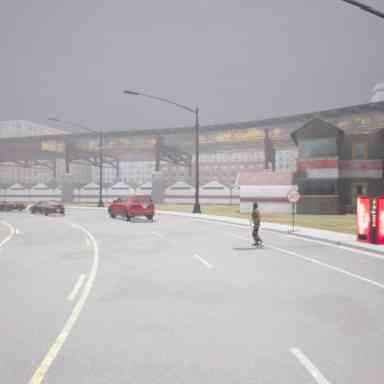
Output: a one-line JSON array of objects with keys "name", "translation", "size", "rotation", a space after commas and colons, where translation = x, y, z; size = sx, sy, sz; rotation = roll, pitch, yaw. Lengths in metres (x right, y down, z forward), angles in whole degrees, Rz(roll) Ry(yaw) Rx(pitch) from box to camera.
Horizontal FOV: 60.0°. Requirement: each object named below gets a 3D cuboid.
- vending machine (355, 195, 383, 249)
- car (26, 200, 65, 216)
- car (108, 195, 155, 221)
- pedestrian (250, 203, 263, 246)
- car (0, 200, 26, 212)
[{"name": "vending machine", "translation": [7.509, 1.195, 13.697], "size": [1.100, 2.100, 0.880], "rotation": [0, 0, -15]}, {"name": "car", "translation": [-14.038, 1.525, 32.300], "size": [4.674, 1.442, 1.812], "rotation": [0, 0, 43]}, {"name": "car", "translation": [-5.012, 1.223, 27.163], "size": [2.150, 2.045, 5.566], "rotation": [0, 0, -33]}, {"name": "pedestrian", "translation": [2.641, 1.294, 13.782], "size": [0.375, 1.860, 0.375], "rotation": [0, 0, -16]}, {"name": "car", "translation": [-21.460, 1.600, 38.446], "size": [4.718, 1.301, 1.895], "rotation": [0, 0, 26]}]
